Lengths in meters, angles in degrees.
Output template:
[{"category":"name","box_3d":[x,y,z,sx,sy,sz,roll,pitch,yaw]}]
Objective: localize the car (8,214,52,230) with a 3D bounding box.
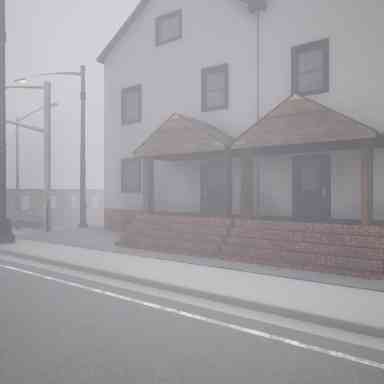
[{"category":"car","box_3d":[-14.378,2.573,28.862,1.994,1.385,4.181,0,-9,36]}]

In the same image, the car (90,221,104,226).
[{"category":"car","box_3d":[-8.950,3.820,36.396,2.097,1.767,4.553,0,-12,35]}]
